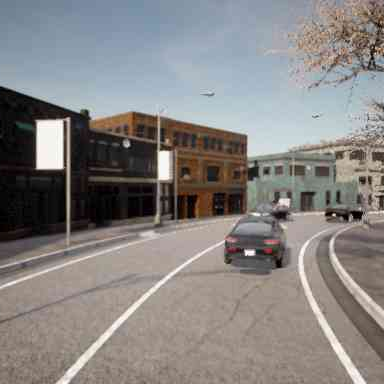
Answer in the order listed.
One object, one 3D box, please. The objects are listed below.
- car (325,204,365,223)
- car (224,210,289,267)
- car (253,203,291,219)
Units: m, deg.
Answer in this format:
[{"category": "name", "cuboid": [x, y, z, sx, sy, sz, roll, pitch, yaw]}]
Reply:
[{"category": "car", "cuboid": [13.405, 1.770, 28.947, 5.008, 1.535, 1.882, 1, 0, -44]}, {"category": "car", "cuboid": [2.344, 1.595, 11.798, 1.812, 1.442, 4.674, 1, 0, 17]}, {"category": "car", "cuboid": [6.269, 1.638, 26.603, 2.128, 1.511, 4.902, 1, 0, 39]}]
